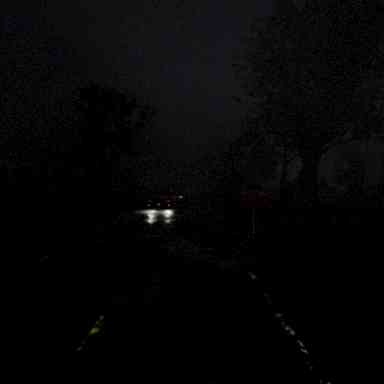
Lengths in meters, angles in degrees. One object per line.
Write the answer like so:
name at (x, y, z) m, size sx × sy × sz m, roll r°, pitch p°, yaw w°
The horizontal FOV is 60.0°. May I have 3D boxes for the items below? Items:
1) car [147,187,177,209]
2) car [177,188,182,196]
car at (-2.990, 0.627, 32.597) m, size 2.150 × 2.045 × 5.566 m, roll 0°, pitch 3°, yaw 0°
car at (-2.977, -0.085, 65.919) m, size 2.097 × 1.767 × 4.553 m, roll 0°, pitch 1°, yaw 0°
